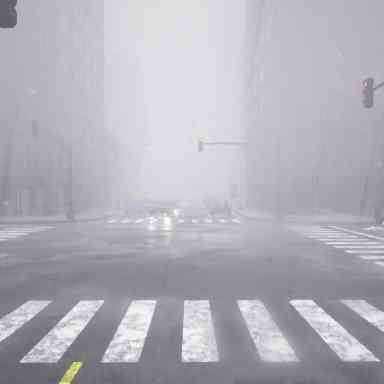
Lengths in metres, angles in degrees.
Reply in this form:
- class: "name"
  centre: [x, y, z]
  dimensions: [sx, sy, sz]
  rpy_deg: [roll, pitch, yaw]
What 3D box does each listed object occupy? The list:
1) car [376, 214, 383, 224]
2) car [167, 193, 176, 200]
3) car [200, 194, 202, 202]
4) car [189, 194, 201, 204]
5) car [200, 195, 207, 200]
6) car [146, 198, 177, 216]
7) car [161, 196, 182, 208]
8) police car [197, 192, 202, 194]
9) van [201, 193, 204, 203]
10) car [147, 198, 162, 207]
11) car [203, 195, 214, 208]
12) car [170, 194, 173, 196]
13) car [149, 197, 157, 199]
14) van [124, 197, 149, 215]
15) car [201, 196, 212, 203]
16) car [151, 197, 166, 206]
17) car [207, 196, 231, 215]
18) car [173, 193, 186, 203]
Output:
- class: "car"
  centre: [14.598, 1.563, 20.752]
  dimensions: [5.357, 1.411, 2.033]
  rpy_deg: [0, 0, 0]
- class: "car"
  centre: [-5.440, 1.306, 90.136]
  dimensions: [2.192, 1.841, 5.009]
  rpy_deg: [0, 0, 0]
- class: "car"
  centre: [2.953, 1.527, 61.931]
  dimensions: [1.752, 1.417, 4.829]
  rpy_deg: [0, 0, 0]
- class: "car"
  centre: [0.296, 1.526, 63.821]
  dimensions: [1.812, 1.442, 4.674]
  rpy_deg: [0, 0, 0]
- class: "car"
  centre: [3.086, 1.557, 90.108]
  dimensions: [1.947, 1.339, 4.313]
  rpy_deg: [0, 0, 0]
- class: "car"
  centre: [-2.948, 1.602, 33.228]
  dimensions: [1.895, 1.301, 4.718]
  rpy_deg: [0, 0, 3]
- class: "car"
  centre: [-2.875, 1.603, 46.386]
  dimensions: [1.895, 1.301, 4.718]
  rpy_deg: [0, 0, 1]
- class: "police car"
  centre: [2.735, 1.420, 79.522]
  dimensions: [1.930, 1.638, 5.238]
  rpy_deg: [0, 0, 0]
- class: "van"
  centre: [2.926, 1.343, 56.092]
  dimensions: [1.690, 1.788, 3.998]
  rpy_deg: [0, 0, 0]
- class: "car"
  centre: [-5.626, 1.584, 50.458]
  dimensions: [1.802, 1.307, 4.206]
  rpy_deg: [0, 0, 0]
- class: "car"
  centre: [2.873, 1.443, 44.754]
  dimensions: [1.967, 1.590, 4.097]
  rpy_deg: [0, 0, 0]
- class: "car"
  centre: [-5.546, 1.566, 67.463]
  dimensions: [1.947, 1.339, 4.313]
  rpy_deg: [0, 0, 0]
- class: "car"
  centre: [-5.680, 1.442, 39.122]
  dimensions: [1.967, 1.590, 4.097]
  rpy_deg: [0, 0, 0]
- class: "van"
  centre: [-5.706, 1.343, 33.453]
  dimensions: [1.690, 1.788, 3.998]
  rpy_deg: [0, 0, 0]
- class: "car"
  centre: [2.979, 1.551, 67.431]
  dimensions: [2.008, 1.369, 4.403]
  rpy_deg: [0, 0, 0]
- class: "car"
  centre: [-5.600, 1.568, 56.127]
  dimensions: [1.947, 1.339, 4.313]
  rpy_deg: [0, 0, 0]
- class: "car"
  centre: [2.820, 1.442, 33.416]
  dimensions: [1.967, 1.590, 4.097]
  rpy_deg: [0, 0, 0]
- class: "car"
  centre: [-2.692, 1.547, 67.685]
  dimensions: [2.033, 1.411, 5.357]
  rpy_deg: [0, 0, 0]
